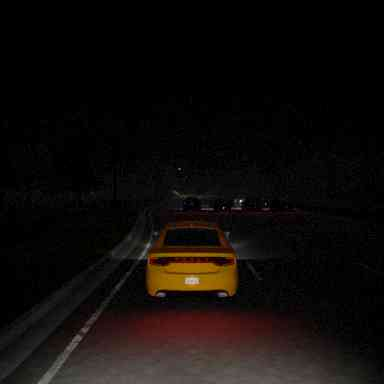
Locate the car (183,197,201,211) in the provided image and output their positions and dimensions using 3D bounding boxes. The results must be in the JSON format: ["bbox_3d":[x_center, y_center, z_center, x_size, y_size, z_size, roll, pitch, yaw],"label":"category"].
[{"bbox_3d":[-0.005,1.352,39.573,2.097,1.767,4.553,0,0,0],"label":"car"}]

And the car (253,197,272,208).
[{"bbox_3d":[10.494,1.526,49.607,1.812,1.442,4.674,0,0,0],"label":"car"}]

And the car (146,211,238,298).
[{"bbox_3d":[-0.001,1.478,8.578,1.882,1.535,5.008,0,0,0],"label":"car"}]

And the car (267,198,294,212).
[{"bbox_3d":[10.495,1.478,39.188,1.882,1.535,5.008,0,0,0],"label":"car"}]

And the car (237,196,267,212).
[{"bbox_3d":[6.995,1.491,39.187,2.128,1.511,4.902,0,0,0],"label":"car"}]

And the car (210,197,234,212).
[{"bbox_3d":[3.495,1.505,39.187,1.837,1.490,4.892,0,0,0],"label":"car"}]

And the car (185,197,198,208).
[{"bbox_3d":[-0.006,1.505,49.606,1.837,1.490,4.892,0,0,0],"label":"car"}]

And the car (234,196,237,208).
[{"bbox_3d":[6.994,1.352,49.577,2.097,1.767,4.553,0,0,0],"label":"car"}]
